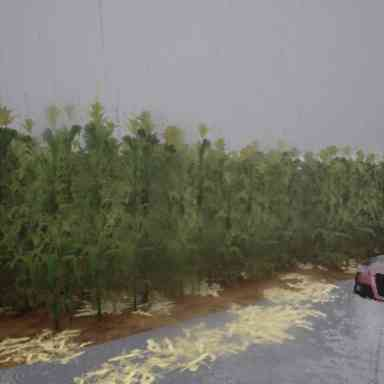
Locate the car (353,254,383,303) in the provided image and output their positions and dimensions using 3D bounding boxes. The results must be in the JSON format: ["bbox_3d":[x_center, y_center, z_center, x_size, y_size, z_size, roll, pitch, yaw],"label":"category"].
[{"bbox_3d":[5.421,1.676,7.300,4.181,1.385,1.994,1,-1,-35],"label":"car"}]
